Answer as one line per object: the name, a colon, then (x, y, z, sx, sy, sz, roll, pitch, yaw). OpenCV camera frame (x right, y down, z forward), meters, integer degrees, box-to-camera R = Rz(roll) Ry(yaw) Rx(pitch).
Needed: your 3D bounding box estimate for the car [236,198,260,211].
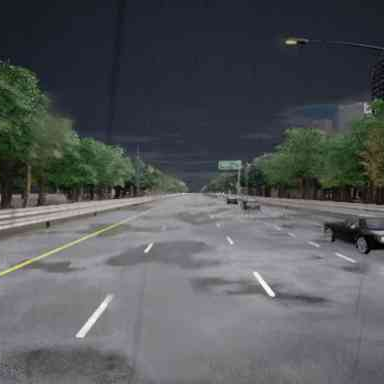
car: (7.093, 1.521, 40.874, 2.128, 1.511, 4.902, 0, 0, 0)

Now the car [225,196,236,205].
car: (7.205, 1.540, 60.917, 1.882, 1.535, 5.008, 0, 0, 0)

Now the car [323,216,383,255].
car: (7.010, 1.609, 13.329, 1.895, 1.301, 4.718, 0, 0, 0)
